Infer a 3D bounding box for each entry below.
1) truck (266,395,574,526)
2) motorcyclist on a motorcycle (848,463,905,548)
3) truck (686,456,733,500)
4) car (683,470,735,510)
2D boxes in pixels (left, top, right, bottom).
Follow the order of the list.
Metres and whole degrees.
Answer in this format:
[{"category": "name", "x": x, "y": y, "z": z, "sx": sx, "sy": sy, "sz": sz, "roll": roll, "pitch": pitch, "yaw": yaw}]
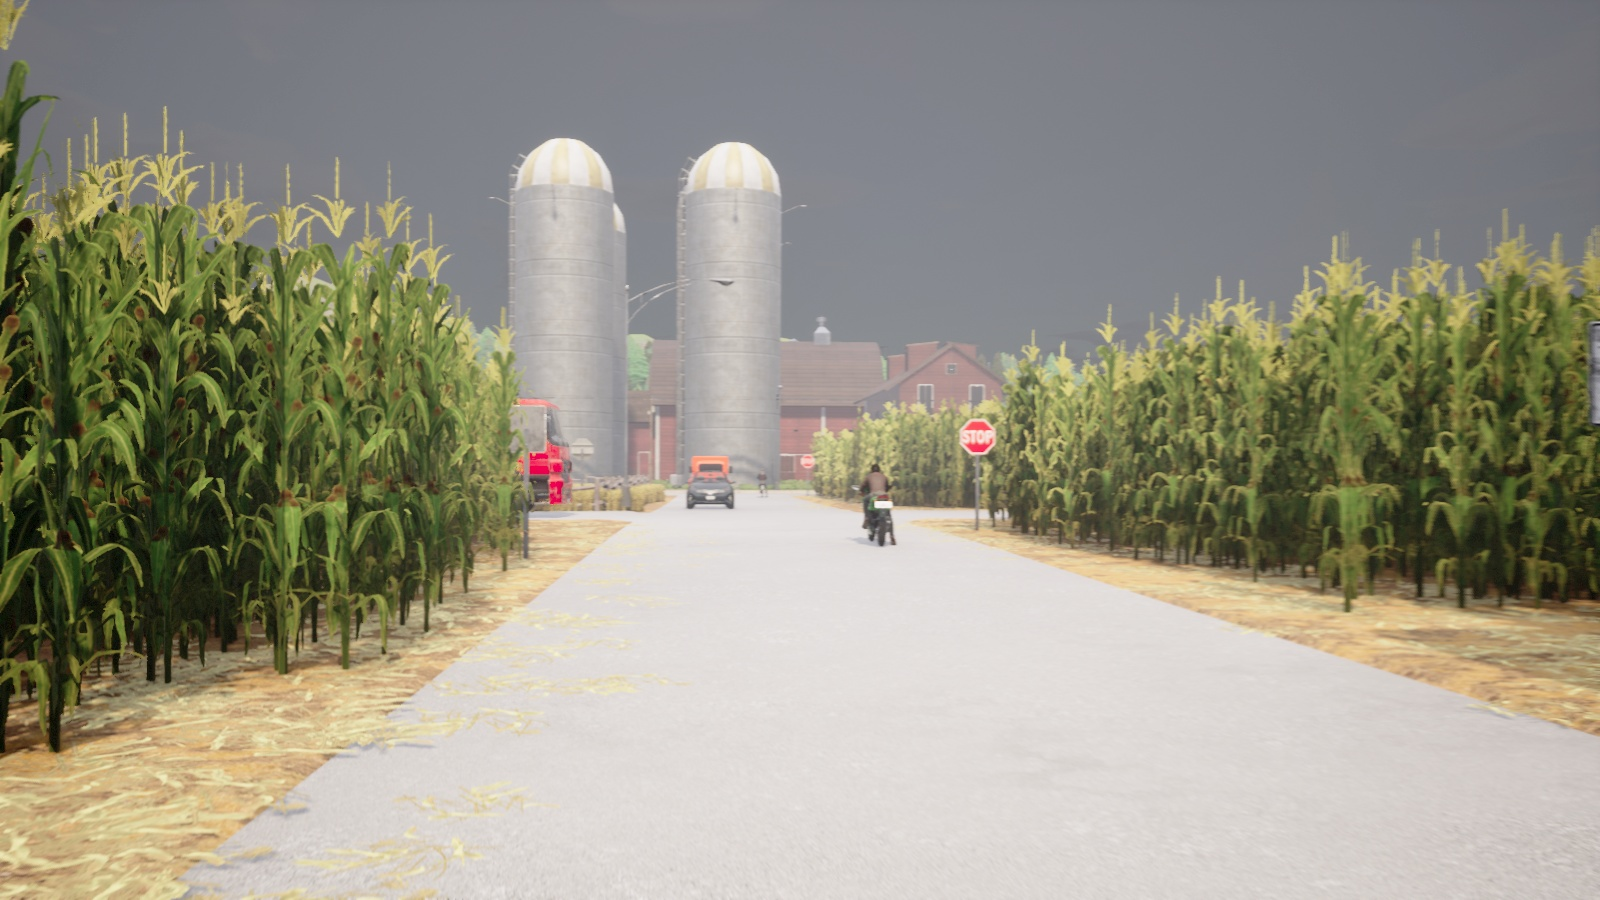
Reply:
[{"category": "truck", "x": -10.619, "y": 0.298, "z": 35.816, "sx": 7.936, "sy": 3.462, "sz": 2.891, "roll": -1, "pitch": -1, "yaw": -4}, {"category": "motorcyclist on a motorcycle", "x": 1.419, "y": 1.010, "z": 23.731, "sx": 0.797, "sy": 1.523, "sz": 2.044, "roll": 0, "pitch": -1, "yaw": -4}, {"category": "truck", "x": -5.402, "y": 1.652, "z": 74.201, "sx": 2.627, "sy": 2.467, "sz": 5.204, "roll": 0, "pitch": -1, "yaw": -5}, {"category": "car", "x": -3.678, "y": 1.596, "z": 50.864, "sx": 2.007, "sy": 1.525, "sz": 4.514, "roll": 0, "pitch": -1, "yaw": -4}]
